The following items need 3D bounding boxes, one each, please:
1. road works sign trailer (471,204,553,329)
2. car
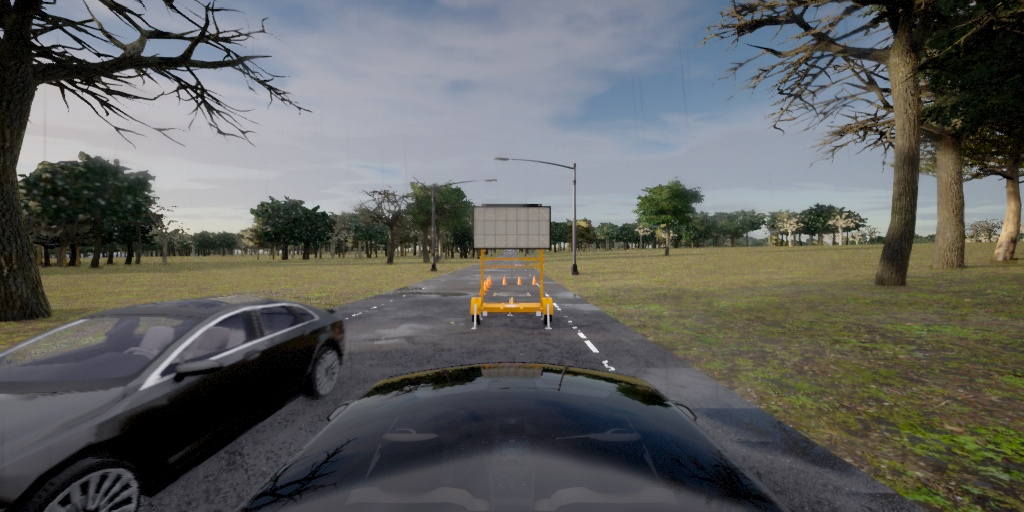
[{"bbox_3d":[-0.005,0.197,11.128,2.380,3.560,2.880,0,0,0],"label":"road works sign trailer"},{"bbox_3d":[-3.502,1.240,3.670,2.128,1.511,4.902,0,0,0],"label":"car"}]
